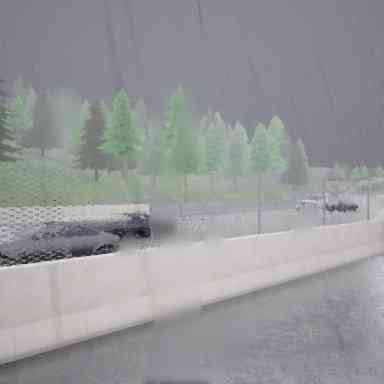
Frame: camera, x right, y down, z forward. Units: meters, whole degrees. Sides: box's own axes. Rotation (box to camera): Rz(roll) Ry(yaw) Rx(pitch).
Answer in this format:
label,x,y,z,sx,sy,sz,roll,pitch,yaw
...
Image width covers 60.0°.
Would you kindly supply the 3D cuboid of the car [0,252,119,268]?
label,x,y,z,sx,sy,sz,roll,pitch,yaw
car,-4.192,1.564,9.692,4.181,1.385,1.994,0,0,-35
